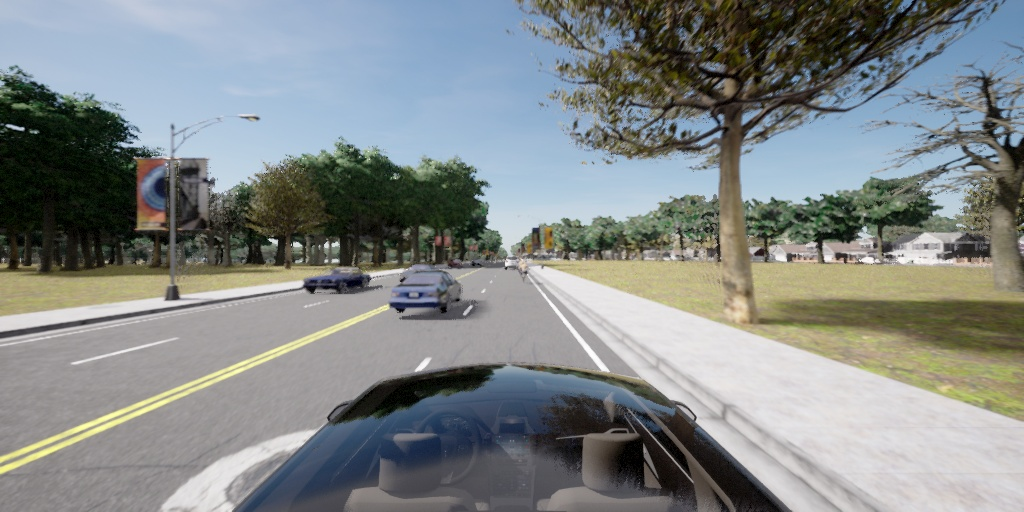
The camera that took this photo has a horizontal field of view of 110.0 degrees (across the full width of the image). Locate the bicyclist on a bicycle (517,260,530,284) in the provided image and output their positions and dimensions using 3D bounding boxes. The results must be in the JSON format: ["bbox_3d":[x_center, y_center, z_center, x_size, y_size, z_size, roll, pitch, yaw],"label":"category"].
[{"bbox_3d":[0.885,1.185,26.050,0.866,1.612,1.509,0,0,0],"label":"bicyclist on a bicycle"}]

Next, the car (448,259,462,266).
[{"bbox_3d":[-9.769,1.245,61.693,1.882,1.535,5.008,0,0,1],"label":"car"}]

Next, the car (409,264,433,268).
[{"bbox_3d":[-6.593,1.296,26.106,2.033,1.411,5.357,0,0,0],"label":"car"}]

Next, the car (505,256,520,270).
[{"bbox_3d":[0.085,0.984,54.787,2.150,2.045,5.566,0,0,0],"label":"car"}]

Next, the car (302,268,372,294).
[{"bbox_3d":[-9.845,1.348,20.516,1.895,1.301,4.718,0,0,0],"label":"car"}]

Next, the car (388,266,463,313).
[{"bbox_3d":[-3.147,1.294,14.017,2.033,1.411,5.357,0,0,0],"label":"car"}]
